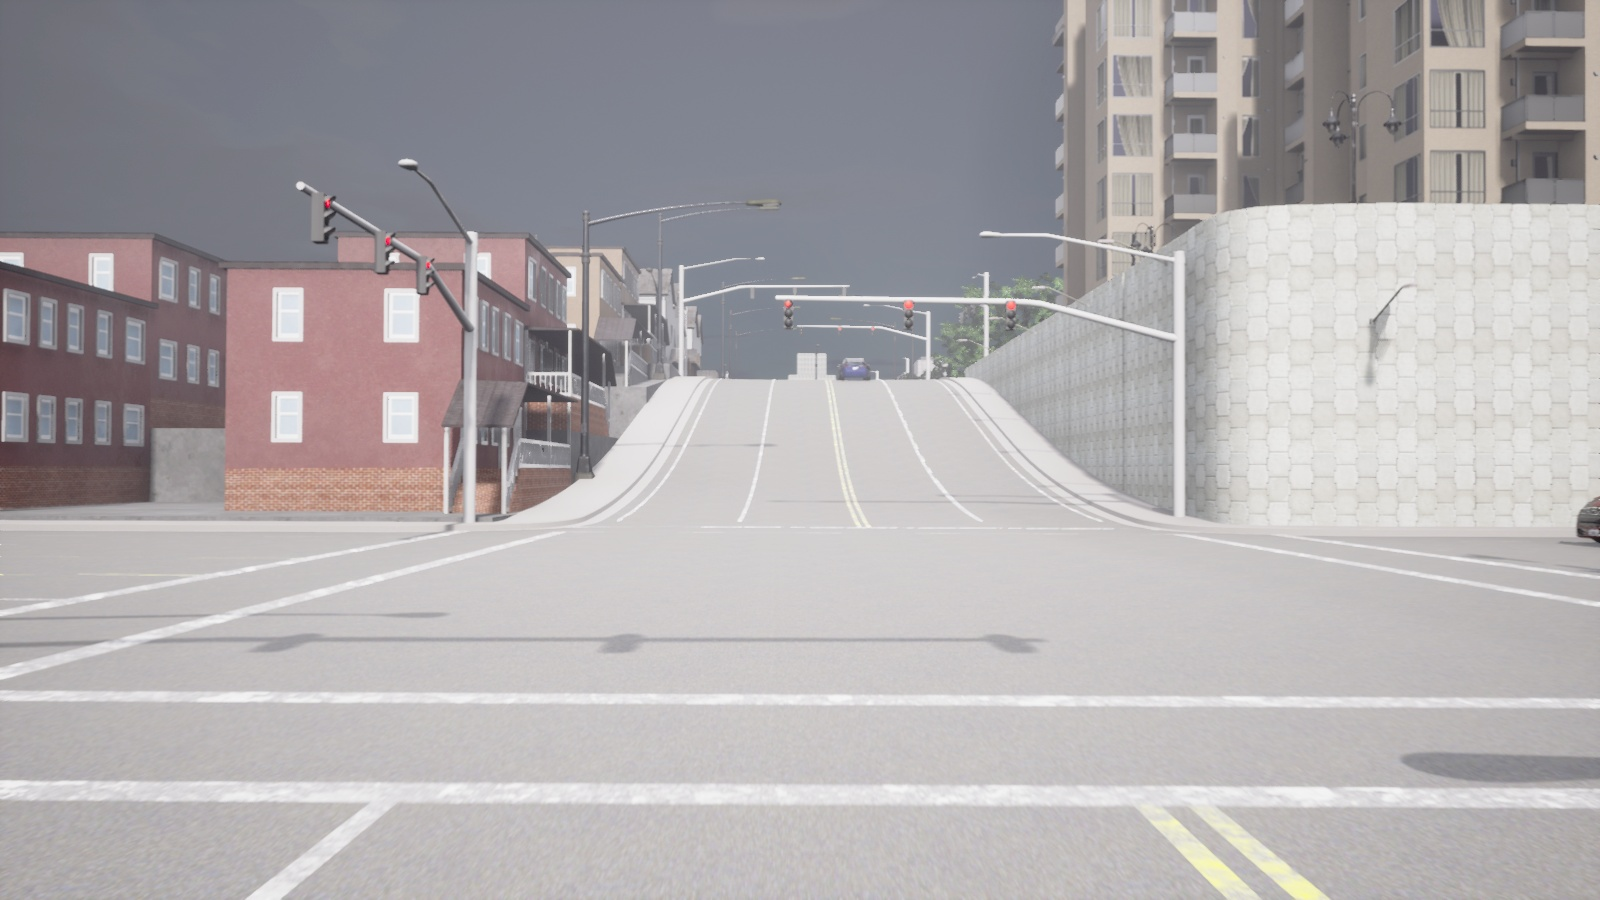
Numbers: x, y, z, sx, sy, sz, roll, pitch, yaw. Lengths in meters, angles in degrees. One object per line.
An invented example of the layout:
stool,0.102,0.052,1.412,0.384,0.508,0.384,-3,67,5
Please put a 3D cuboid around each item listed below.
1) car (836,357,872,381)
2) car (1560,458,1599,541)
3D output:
car,3.498,-5.332,82.630,2.163,1.488,4.792,0,3,0
car,19.272,1.048,27.021,4.553,1.767,2.097,0,-1,0
